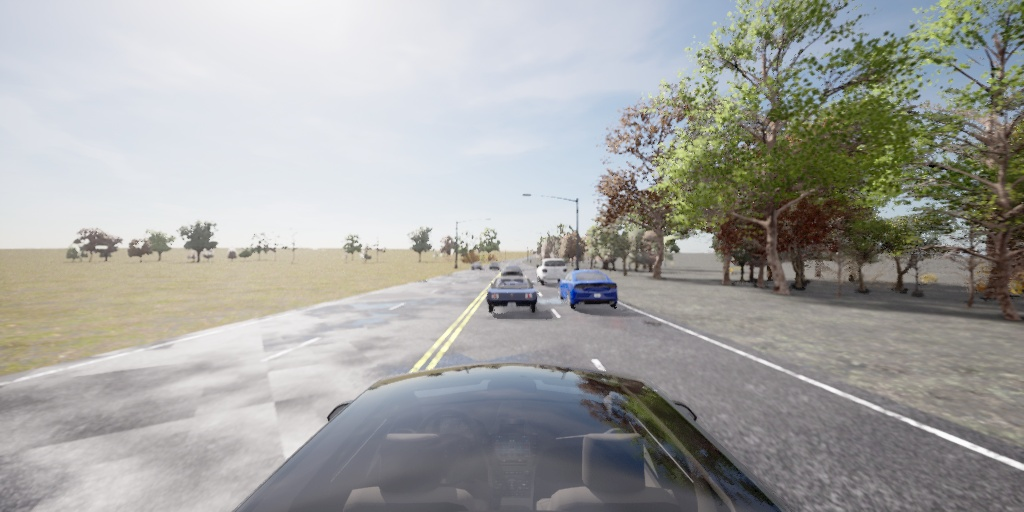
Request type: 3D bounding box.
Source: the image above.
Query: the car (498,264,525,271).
[{"bbox_3d":[0.016,1.559,30.338,1.837,1.490,4.892,0,0,0],"label":"car"}]

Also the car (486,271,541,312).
[{"bbox_3d":[0.015,1.494,15.073,1.895,1.301,4.718,0,-1,0],"label":"car"}]

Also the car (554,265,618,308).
[{"bbox_3d":[3.262,1.369,16.067,1.882,1.535,5.008,-1,0,0],"label":"car"}]

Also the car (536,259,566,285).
[{"bbox_3d":[3.243,1.254,29.406,2.150,2.045,5.566,-1,0,0],"label":"car"}]
